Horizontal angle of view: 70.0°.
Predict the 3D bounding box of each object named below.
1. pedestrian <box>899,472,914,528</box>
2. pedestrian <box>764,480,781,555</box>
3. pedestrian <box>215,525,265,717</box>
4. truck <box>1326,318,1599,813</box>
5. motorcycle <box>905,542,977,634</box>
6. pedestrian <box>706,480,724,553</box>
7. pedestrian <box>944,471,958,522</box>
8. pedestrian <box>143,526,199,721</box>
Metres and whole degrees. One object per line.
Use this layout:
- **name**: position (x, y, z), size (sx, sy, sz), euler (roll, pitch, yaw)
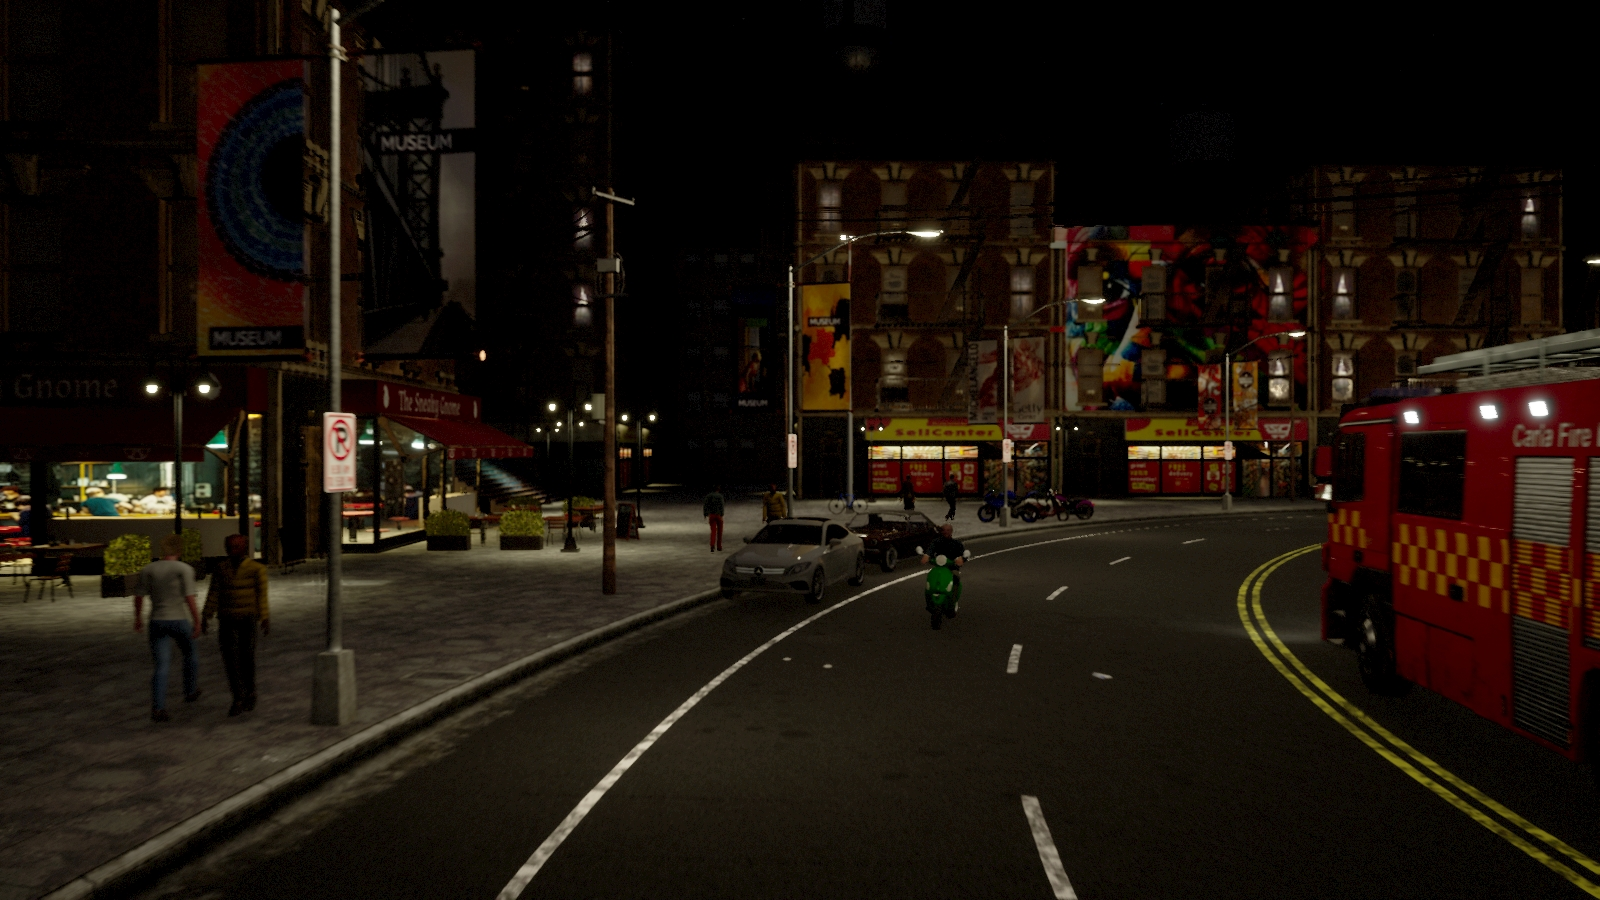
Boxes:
- **pedestrian**: position (3.628, 1.698, 38.962), size (0.375, 1.860, 0.375), euler (0, 0, 32)
- **pedestrian**: position (-0.688, 1.696, 28.888), size (0.375, 1.860, 0.375), euler (0, 0, 9)
- **pedestrian**: position (-5.617, 1.696, 11.472), size (0.375, 1.860, 0.375), euler (0, 0, -13)
- **truck**: position (7.868, 0.891, 10.675), size (2.891, 3.827, 8.468), euler (0, 0, 7)
- **motorcycle**: position (2.299, 2.182, 18.409), size (0.856, 1.236, 1.805), euler (1, 0, 16)
- **pedestrian**: position (-2.168, 1.695, 29.194), size (0.375, 1.860, 0.375), euler (0, 0, 10)
- **pedestrian**: position (5.546, 1.698, 42.005), size (0.375, 1.860, 0.375), euler (0, 0, 39)
- **pedestrian**: position (-6.199, 1.696, 11.267), size (0.375, 1.860, 0.375), euler (0, 0, -7)
